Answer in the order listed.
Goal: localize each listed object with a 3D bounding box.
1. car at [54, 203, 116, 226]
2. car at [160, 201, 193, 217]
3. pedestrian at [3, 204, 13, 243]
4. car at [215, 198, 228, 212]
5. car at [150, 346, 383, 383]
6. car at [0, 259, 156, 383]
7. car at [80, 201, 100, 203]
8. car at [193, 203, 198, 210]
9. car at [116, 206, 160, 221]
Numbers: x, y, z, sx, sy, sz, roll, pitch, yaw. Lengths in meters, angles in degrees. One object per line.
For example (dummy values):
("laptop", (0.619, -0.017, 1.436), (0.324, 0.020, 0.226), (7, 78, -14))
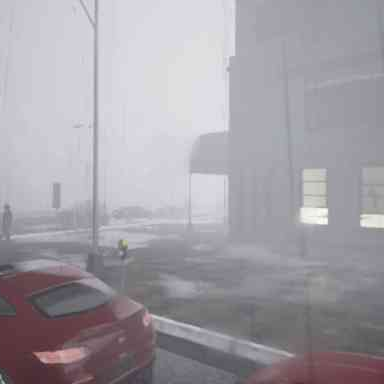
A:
("car", (-8.639, 1.864, 26.295), (2.008, 1.369, 4.403), (0, 0, 36))
("car", (-2.142, 1.946, 35.125), (1.802, 1.307, 4.206), (0, 0, 36))
("pedestrian", (-8.802, 1.493, 15.862), (0.375, 1.860, 0.375), (1, 1, 36))
("car", (5.074, 1.737, 45.006), (2.192, 1.841, 5.009), (0, 0, 36))
("car", (2.176, 1.537, 1.307), (4.507, 1.381, 1.887), (-1, 1, 36))
("car", (-2.364, 1.615, 4.553), (4.206, 1.307, 1.802), (-1, 1, 36))
("car", (-11.719, 1.715, 36.684), (1.967, 1.590, 4.097), (0, 0, 36))
("car", (-0.980, 1.929, 46.657), (1.994, 1.385, 4.181), (1, 0, 37))
("car", (-5.389, 1.905, 30.711), (1.947, 1.339, 4.313), (0, 0, 36))
